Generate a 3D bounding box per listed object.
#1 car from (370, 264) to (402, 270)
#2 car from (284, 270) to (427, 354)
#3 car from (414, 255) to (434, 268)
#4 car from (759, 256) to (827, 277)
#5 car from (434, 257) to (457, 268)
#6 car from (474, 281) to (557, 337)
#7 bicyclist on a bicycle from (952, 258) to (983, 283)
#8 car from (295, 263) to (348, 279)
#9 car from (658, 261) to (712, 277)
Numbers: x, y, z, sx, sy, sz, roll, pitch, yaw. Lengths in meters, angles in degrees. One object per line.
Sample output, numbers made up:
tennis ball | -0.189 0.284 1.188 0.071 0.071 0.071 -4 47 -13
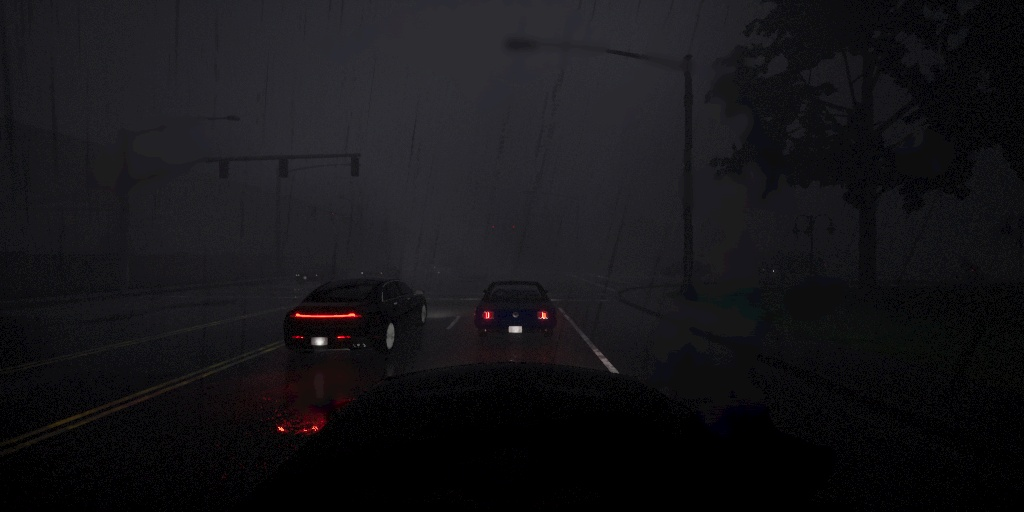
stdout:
car | -10.550 1.349 29.115 1.895 1.301 4.718 0 0 0
car | -3.405 1.255 8.741 1.837 1.490 4.892 0 0 0
car | -13.983 0.840 57.177 2.150 2.045 5.566 0 1 0
car | 27.267 0.971 34.825 5.566 2.045 2.150 0 0 -1
car | -10.486 1.219 56.930 1.895 1.301 4.718 0 1 0
car | 0.098 1.351 10.229 1.895 1.301 4.718 0 0 0
bicyclist on a bicycle | 31.008 0.974 24.442 0.582 1.620 1.656 0 0 -1
car | -14.053 1.255 26.769 1.837 1.490 4.892 0 0 0
car | 16.628 1.242 34.571 4.902 1.511 2.128 0 0 -1
